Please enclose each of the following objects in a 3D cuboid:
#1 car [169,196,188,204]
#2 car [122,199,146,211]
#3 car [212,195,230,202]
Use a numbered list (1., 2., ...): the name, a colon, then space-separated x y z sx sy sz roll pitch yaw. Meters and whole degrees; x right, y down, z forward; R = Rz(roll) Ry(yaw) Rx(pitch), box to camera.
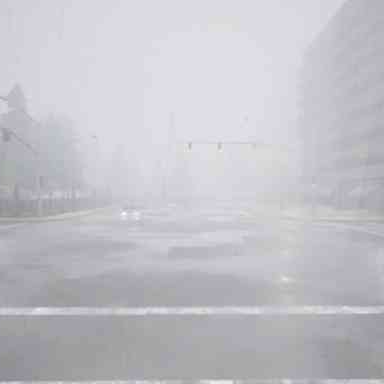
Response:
1. car: -2.285 1.430 57.421 1.994 1.385 4.181 0 0 26
2. car: -6.788 1.509 39.269 1.895 1.301 4.718 0 0 4
3. car: 6.146 1.361 69.340 4.674 1.442 1.812 0 0 -45
